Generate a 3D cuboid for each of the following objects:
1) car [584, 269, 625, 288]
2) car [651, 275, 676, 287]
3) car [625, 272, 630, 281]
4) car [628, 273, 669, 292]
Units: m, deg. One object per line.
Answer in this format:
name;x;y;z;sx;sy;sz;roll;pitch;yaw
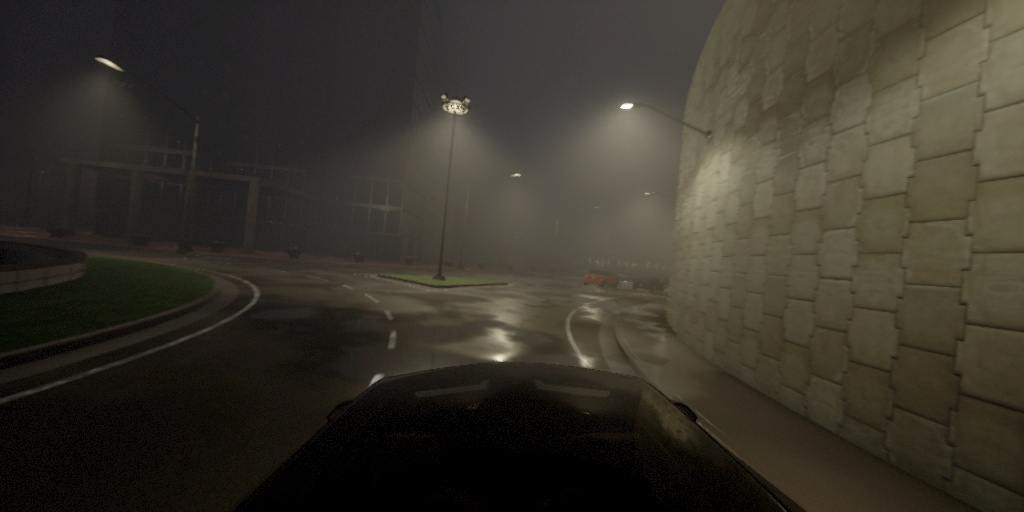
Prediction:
car;8.862;2.137;35.099;2.097;1.767;4.553;5;0;37
car;22.017;3.609;51.966;1.882;1.535;5.008;5;0;39
car;18.776;3.395;59.162;1.812;1.442;4.674;5;0;39
car;13.625;2.717;35.598;1.882;1.535;5.008;5;0;38
